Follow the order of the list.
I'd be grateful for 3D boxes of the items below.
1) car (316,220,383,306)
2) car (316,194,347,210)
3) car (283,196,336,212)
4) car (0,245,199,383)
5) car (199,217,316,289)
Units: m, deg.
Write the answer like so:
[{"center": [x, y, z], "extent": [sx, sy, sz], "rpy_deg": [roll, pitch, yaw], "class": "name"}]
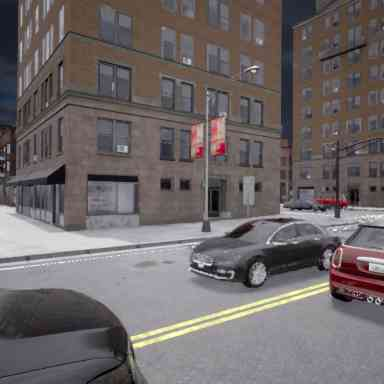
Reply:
[{"center": [4.972, 1.355, 7.082], "extent": [4.553, 1.767, 2.097], "rpy_deg": [0, 0, -36], "class": "car"}, {"center": [17.085, 1.224, 42.980], "extent": [2.150, 2.045, 5.566], "rpy_deg": [1, 0, -36], "class": "car"}, {"center": [12.823, 1.468, 37.445], "extent": [2.033, 1.411, 5.357], "rpy_deg": [1, 0, -36], "class": "car"}, {"center": [-2.846, 1.221, 1.405], "extent": [5.566, 2.045, 2.150], "rpy_deg": [0, 0, -36], "class": "car"}, {"center": [2.195, 1.509, 9.280], "extent": [4.892, 1.490, 1.837], "rpy_deg": [1, 0, -35], "class": "car"}]
